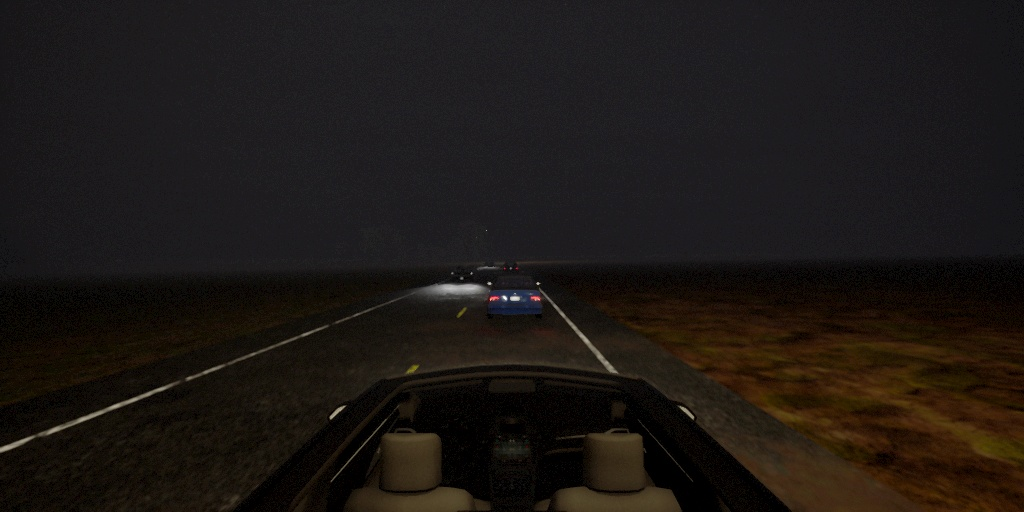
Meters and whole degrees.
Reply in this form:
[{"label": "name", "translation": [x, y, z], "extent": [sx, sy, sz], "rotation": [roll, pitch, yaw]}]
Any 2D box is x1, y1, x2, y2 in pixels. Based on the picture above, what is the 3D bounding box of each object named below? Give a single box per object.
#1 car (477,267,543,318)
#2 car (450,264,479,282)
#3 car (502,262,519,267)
[{"label": "car", "translation": [0.073, 1.298, 13.013], "extent": [2.033, 1.411, 5.357], "rotation": [0, 0, 0]}, {"label": "car", "translation": [-3.736, 1.360, 28.824], "extent": [1.895, 1.301, 4.718], "rotation": [0, 0, -1]}, {"label": "car", "translation": [-0.157, 1.315, 39.127], "extent": [2.033, 1.411, 5.357], "rotation": [0, 0, -1]}]
